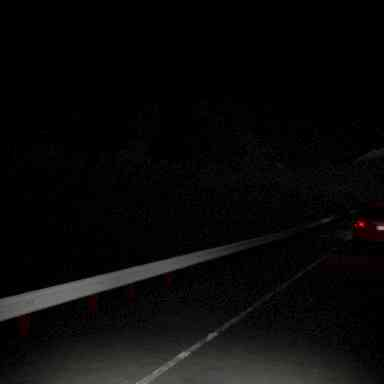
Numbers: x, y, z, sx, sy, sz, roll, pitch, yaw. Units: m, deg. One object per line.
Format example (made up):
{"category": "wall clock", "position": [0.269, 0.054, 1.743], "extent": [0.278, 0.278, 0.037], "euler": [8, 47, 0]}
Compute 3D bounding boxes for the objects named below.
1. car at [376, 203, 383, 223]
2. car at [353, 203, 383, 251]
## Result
{"category": "car", "position": [18.526, 1.926, 31.199], "extent": [2.097, 1.767, 4.553], "euler": [0, -1, 31]}
{"category": "car", "position": [8.695, 1.499, 15.070], "extent": [2.150, 2.045, 5.566], "euler": [0, -1, 32]}
